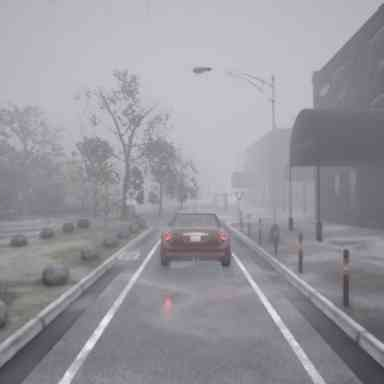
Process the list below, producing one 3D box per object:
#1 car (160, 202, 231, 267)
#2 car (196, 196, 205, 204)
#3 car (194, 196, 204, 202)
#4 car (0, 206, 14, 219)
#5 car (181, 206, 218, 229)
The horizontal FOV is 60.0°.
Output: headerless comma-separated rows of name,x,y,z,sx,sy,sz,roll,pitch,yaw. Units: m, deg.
car,0.102,1.370,11.595,2.097,1.767,4.553,0,-1,0
car,2.311,2.171,93.531,2.150,2.045,5.566,0,-1,5
car,1.643,2.128,79.870,2.150,2.045,5.566,0,0,2
car,-21.597,2.154,35.445,4.674,1.442,1.812,2,-2,-31
car,0.709,1.825,25.026,2.033,1.411,5.357,0,-2,10
